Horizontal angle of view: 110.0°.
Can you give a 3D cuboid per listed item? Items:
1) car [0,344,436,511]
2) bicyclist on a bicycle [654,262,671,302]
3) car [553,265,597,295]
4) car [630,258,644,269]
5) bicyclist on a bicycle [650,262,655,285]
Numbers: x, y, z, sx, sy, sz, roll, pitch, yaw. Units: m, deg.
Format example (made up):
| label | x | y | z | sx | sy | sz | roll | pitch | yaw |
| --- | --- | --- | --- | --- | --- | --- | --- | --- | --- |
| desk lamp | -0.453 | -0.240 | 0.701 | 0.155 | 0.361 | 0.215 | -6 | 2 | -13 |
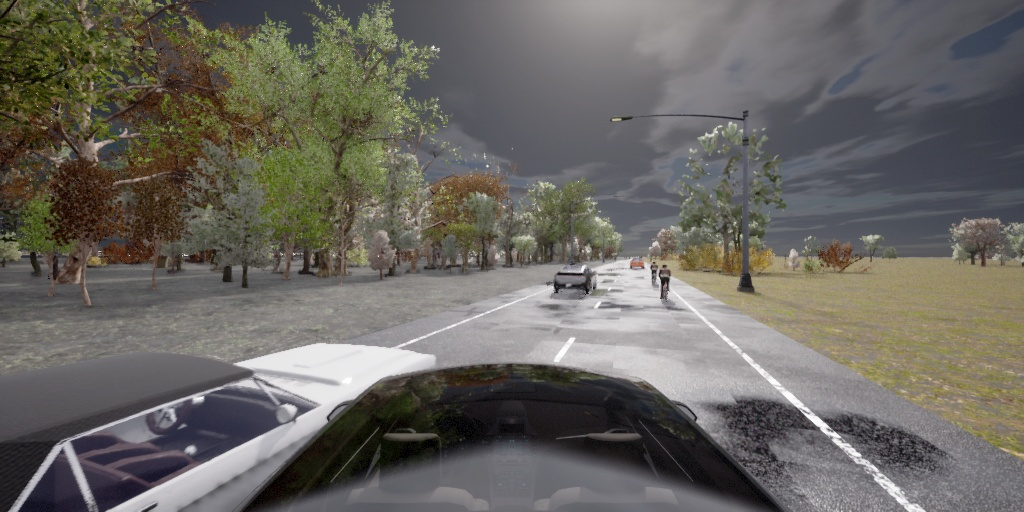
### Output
| label | x | y | z | sx | sy | sz | roll | pitch | yaw |
| --- | --- | --- | --- | --- | --- | --- | --- | --- | --- |
| car | -2.394 | 1.350 | 2.449 | 1.895 | 1.301 | 4.718 | 0 | 0 | 19 |
| bicyclist on a bicycle | 6.879 | 1.206 | 16.146 | 0.582 | 1.620 | 1.656 | 0 | 0 | 19 |
| car | 3.601 | 1.245 | 20.062 | 2.128 | 1.511 | 4.902 | 0 | 0 | 19 |
| car | 20.513 | 1.118 | 58.859 | 2.097 | 1.767 | 4.553 | 0 | 0 | 18 |
| bicyclist on a bicycle | 9.761 | 1.208 | 24.615 | 0.582 | 1.620 | 1.656 | 0 | 0 | 19 |
